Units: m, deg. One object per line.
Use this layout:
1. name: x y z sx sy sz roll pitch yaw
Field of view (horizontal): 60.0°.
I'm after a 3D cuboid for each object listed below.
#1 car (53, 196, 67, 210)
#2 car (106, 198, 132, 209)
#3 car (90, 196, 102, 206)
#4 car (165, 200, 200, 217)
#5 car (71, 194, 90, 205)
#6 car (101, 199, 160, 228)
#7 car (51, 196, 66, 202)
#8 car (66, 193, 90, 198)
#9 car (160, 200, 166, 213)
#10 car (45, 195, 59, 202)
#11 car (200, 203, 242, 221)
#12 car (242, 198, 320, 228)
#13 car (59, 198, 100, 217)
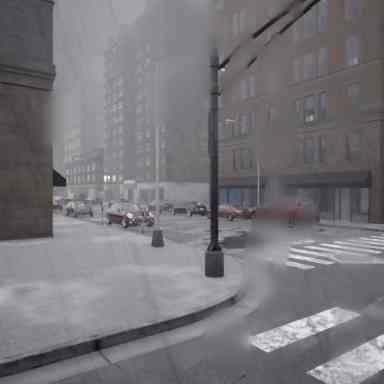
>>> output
1. car: -16.827 1.511 39.835 1.887 1.381 4.507 0 0 -35
2. car: -9.867 1.532 44.759 1.947 1.339 4.313 0 0 -35
3. car: -15.977 1.457 53.936 1.837 1.490 4.892 0 0 -35
4. car: -0.327 1.550 31.209 1.947 1.339 4.313 0 0 -35
5. car: -20.017 1.298 59.616 2.097 1.767 4.553 0 0 -35
6. car: -4.103 1.430 21.763 1.967 1.590 4.097 0 0 -35
7. car: -28.947 1.478 71.857 2.008 1.369 4.403 0 0 -35
8. car: -18.187 1.176 51.781 2.150 2.045 5.566 0 0 -35
9. car: -3.507 1.529 35.726 2.008 1.369 4.403 0 0 -35
10. car: -32.127 1.471 76.374 2.008 1.369 4.403 0 0 -35
11. car: 2.853 1.571 26.693 1.802 1.307 4.206 0 0 -35
12. car: 6.033 1.309 22.176 2.192 1.841 5.009 0 0 -35
13. car: -10.465 1.530 30.799 2.008 1.369 4.403 0 0 -35
